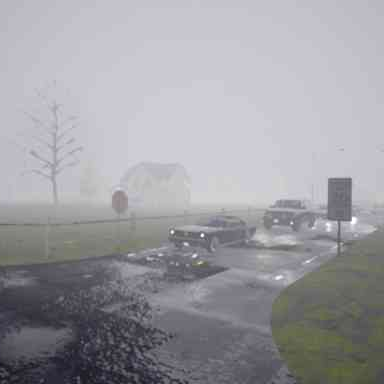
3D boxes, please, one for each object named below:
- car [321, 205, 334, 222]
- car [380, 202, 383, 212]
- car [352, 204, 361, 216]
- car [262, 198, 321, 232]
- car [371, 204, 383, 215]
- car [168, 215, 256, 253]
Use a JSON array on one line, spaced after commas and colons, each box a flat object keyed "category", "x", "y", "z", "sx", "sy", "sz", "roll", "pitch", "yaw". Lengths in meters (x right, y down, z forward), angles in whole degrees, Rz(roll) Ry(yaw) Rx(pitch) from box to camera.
[{"category": "car", "x": 12.726, "y": 1.913, "z": 31.155, "sx": 2.033, "sy": 1.411, "sz": 5.357, "roll": 1, "pitch": 0, "yaw": 35}, {"category": "car", "x": 29.566, "y": 2.261, "z": 49.856, "sx": 1.994, "sy": 1.385, "sz": 4.181, "roll": 1, "pitch": 0, "yaw": 35}, {"category": "car", "x": 18.670, "y": 2.084, "z": 39.487, "sx": 1.895, "sy": 1.301, "sz": 4.718, "roll": 1, "pitch": 0, "yaw": 36}, {"category": "car", "x": 6.803, "y": 1.465, "z": 22.789, "sx": 2.150, "sy": 2.045, "sz": 5.566, "roll": 1, "pitch": 0, "yaw": 36}, {"category": "car", "x": 23.727, "y": 2.185, "z": 41.617, "sx": 1.895, "sy": 1.301, "sz": 4.718, "roll": 1, "pitch": 0, "yaw": 35}, {"category": "car", "x": 1.038, "y": 1.723, "z": 14.656, "sx": 1.895, "sy": 1.301, "sz": 4.718, "roll": 1, "pitch": 0, "yaw": 35}]
